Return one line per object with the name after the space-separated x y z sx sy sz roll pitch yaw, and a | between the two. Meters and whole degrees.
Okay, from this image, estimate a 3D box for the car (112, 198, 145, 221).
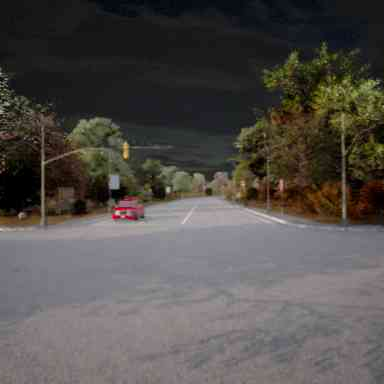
-5.856 1.702 31.361 2.150 2.045 5.566 -1 1 2 | car
